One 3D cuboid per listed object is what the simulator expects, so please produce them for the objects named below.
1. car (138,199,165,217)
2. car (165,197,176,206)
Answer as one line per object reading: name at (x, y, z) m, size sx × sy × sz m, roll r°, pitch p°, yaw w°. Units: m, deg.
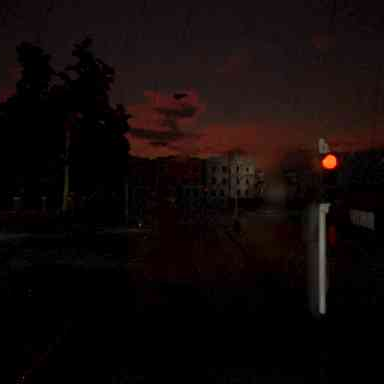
car at (-4.090, 1.599, 33.005) m, size 1.882 × 1.535 × 5.008 m, roll 0°, pitch 0°, yaw 0°
car at (-3.987, 1.702, 60.986) m, size 1.882 × 1.535 × 5.008 m, roll 0°, pitch -1°, yaw 0°
